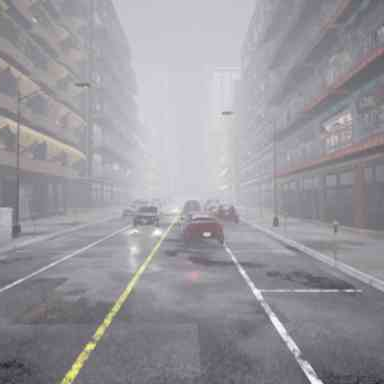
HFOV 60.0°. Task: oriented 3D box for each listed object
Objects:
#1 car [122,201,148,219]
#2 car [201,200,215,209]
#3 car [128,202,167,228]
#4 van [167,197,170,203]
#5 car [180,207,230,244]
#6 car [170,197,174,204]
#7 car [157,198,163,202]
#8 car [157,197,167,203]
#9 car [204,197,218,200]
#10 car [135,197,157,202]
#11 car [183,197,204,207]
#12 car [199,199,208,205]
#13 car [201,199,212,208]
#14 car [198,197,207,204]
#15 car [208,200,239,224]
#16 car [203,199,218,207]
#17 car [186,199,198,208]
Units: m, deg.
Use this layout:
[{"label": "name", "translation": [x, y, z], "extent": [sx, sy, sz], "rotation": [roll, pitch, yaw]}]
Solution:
[{"label": "car", "translation": [-5.734, 1.859, 32.649], "extent": [2.008, 1.369, 4.403], "rotation": [1, -1, 0]}, {"label": "car", "translation": [2.607, 2.061, 54.877], "extent": [2.008, 1.369, 4.403], "rotation": [1, -1, 0]}, {"label": "car", "translation": [-3.141, 1.736, 24.392], "extent": [1.837, 1.490, 4.892], "rotation": [0, -1, 0]}, {"label": "van", "translation": [-5.789, 1.952, 65.892], "extent": [1.690, 1.788, 3.998], "rotation": [1, -1, 0]}, {"label": "car", "translation": [0.422, 1.684, 16.693], "extent": [1.812, 1.442, 4.674], "rotation": [0, -1, -6]}, {"label": "car", "translation": [-5.829, 2.125, 88.053], "extent": [2.192, 1.841, 5.009], "rotation": [1, -1, 0]}, {"label": "car", "translation": [-5.763, 1.984, 49.100], "extent": [1.752, 1.417, 4.829], "rotation": [1, -1, 0]}, {"label": "car", "translation": [-5.769, 1.826, 54.812], "extent": [2.192, 1.841, 5.009], "rotation": [1, -1, 0]}, {"label": "car", "translation": [2.631, 1.725, 43.799], "extent": [2.192, 1.841, 5.009], "rotation": [1, -1, 0]}, {"label": "car", "translation": [-5.739, 1.674, 38.191], "extent": [2.192, 1.841, 5.009], "rotation": [1, -1, 0]}, {"label": "car", "translation": [0.027, 1.730, 40.388], "extent": [2.097, 1.767, 4.553], "rotation": [0, -1, 0]}, {"label": "car", "translation": [2.567, 2.256, 77.038], "extent": [1.887, 1.381, 4.507], "rotation": [1, -1, 0]}, {"label": "car", "translation": [2.597, 2.088, 60.588], "extent": [1.752, 1.417, 4.829], "rotation": [1, -1, 0]}, {"label": "car", "translation": [2.562, 2.076, 82.581], "extent": [2.192, 1.841, 5.009], "rotation": [1, -1, 0]}, {"label": "car", "translation": [2.659, 1.697, 27.177], "extent": [1.967, 1.590, 4.097], "rotation": [1, -1, 0]}, {"label": "car", "translation": [2.637, 1.904, 38.258], "extent": [1.887, 1.381, 4.507], "rotation": [1, -1, 0]}, {"label": "car", "translation": [-0.005, 2.026, 58.996], "extent": [1.882, 1.535, 5.008], "rotation": [0, 0, 0]}]
